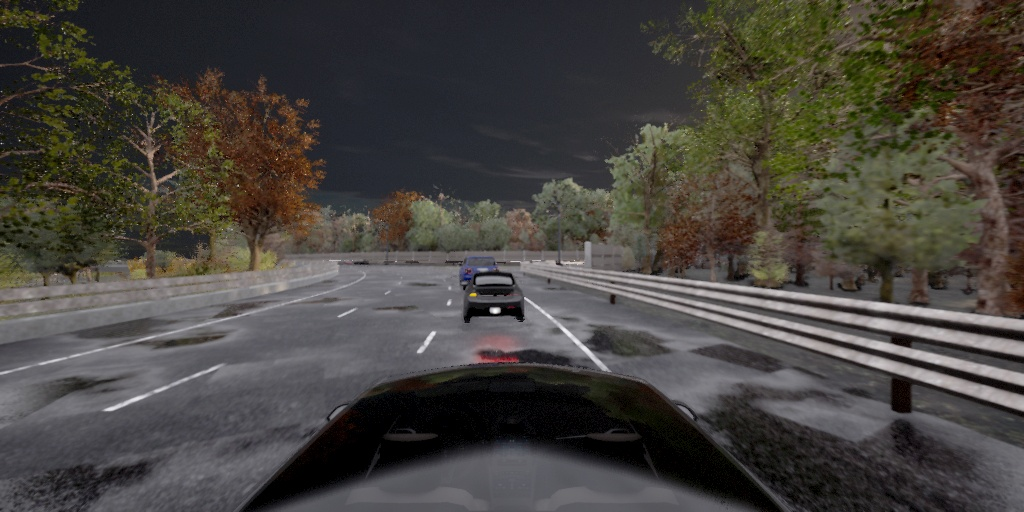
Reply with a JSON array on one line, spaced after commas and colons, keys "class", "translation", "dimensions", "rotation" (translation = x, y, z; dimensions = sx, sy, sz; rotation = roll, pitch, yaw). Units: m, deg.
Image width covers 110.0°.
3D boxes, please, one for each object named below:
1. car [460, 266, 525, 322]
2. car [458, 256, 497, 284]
[{"class": "car", "translation": [-0.690, 1.276, 12.387], "dimensions": [1.837, 1.490, 4.892], "rotation": [0, 0, -5]}, {"class": "car", "translation": [-2.180, 1.017, 22.920], "dimensions": [2.150, 2.045, 5.566], "rotation": [0, 0, -11]}]
